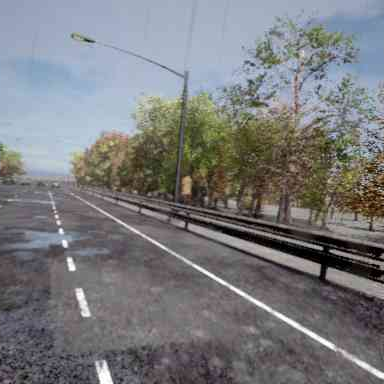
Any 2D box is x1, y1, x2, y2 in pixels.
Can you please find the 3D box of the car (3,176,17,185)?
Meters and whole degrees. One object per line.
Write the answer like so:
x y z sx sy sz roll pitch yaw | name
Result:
-44.016 -2.865 80.089 2.150 2.045 5.566 5 0 -24 | car

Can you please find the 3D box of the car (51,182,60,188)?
-34.466 -1.713 84.309 2.033 1.411 5.357 5 0 -24 | car

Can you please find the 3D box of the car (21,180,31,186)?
-40.843 -2.271 81.478 2.033 1.411 5.357 5 0 -24 | car

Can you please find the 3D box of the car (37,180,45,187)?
-37.821 -2.022 83.275 1.812 1.442 4.674 5 0 -24 | car
